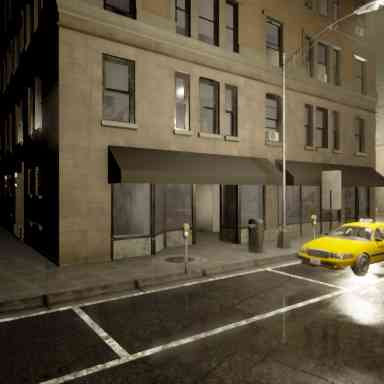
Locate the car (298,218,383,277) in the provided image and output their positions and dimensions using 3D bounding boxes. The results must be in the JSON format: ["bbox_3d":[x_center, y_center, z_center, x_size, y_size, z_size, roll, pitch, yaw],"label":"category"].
[{"bbox_3d":[5.248,1.529,10.270,4.829,1.417,1.752,0,0,-35],"label":"car"}]
